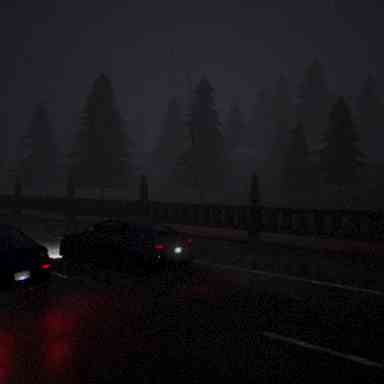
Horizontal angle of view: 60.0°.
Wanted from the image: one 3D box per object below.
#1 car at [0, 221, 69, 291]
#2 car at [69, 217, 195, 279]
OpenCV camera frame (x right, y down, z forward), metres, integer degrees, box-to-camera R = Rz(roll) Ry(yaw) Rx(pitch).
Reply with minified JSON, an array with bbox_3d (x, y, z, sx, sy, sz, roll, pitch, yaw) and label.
[{"bbox_3d":[-5.078,1.366,7.618,4.674,1.442,1.812,1,1,35],"label":"car"},{"bbox_3d":[-1.986,1.429,9.713,4.181,1.385,1.994,1,1,36],"label":"car"}]
